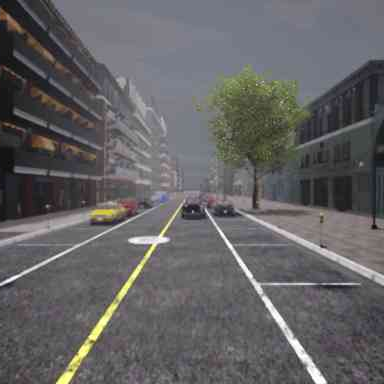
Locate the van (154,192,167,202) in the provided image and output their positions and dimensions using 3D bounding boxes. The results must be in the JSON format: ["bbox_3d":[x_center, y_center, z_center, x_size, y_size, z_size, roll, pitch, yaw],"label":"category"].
[{"bbox_3d":[-5.697,0.890,57.334,1.690,1.788,3.998,0,0,0],"label":"van"}]

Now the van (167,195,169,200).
[{"bbox_3d":[-5.697,0.851,63.031,1.690,1.788,3.998,0,0,0],"label":"van"}]

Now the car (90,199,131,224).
[{"bbox_3d":[-5.694,1.333,22.986,1.752,1.417,4.829,0,0,0],"label":"car"}]

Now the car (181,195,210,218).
[{"bbox_3d":[0.099,1.263,27.614,2.128,1.511,4.902,0,1,0],"label":"car"}]

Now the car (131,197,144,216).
[{"bbox_3d":[-5.693,1.305,28.853,1.887,1.381,4.507,0,0,0],"label":"car"}]

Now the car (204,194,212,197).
[{"bbox_3d":[2.686,1.217,40.242,1.887,1.381,4.507,0,0,0],"label":"car"}]

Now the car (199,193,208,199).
[{"bbox_3d":[2.684,0.961,80.119,1.947,1.339,4.313,0,0,0],"label":"car"}]

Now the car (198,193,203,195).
[{"bbox_3d":[0.098,1.189,46.618,1.994,1.385,4.181,0,0,0],"label":"car"}]

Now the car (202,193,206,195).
[{"bbox_3d":[2.685,1.171,51.636,1.802,1.307,4.206,0,0,0],"label":"car"}]

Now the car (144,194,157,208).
[{"bbox_3d":[-5.694,1.238,40.245,1.947,1.339,4.313,0,0,0],"label":"car"}]

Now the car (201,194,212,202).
[{"bbox_3d":[2.685,1.076,63.030,1.947,1.339,4.313,0,0,0],"label":"car"}]

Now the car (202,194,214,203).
[{"bbox_3d":[2.685,1.094,57.333,1.887,1.381,4.507,0,0,0],"label":"car"}]

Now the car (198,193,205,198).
[{"bbox_3d":[2.683,0.906,91.513,1.802,1.307,4.206,0,0,0],"label":"car"}]

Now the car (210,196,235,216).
[{"bbox_3d":[2.687,1.311,28.851,2.008,1.369,4.403,0,0,0],"label":"car"}]

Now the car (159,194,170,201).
[{"bbox_3d":[-5.696,1.053,68.730,1.802,1.307,4.206,0,0,0],"label":"car"}]
